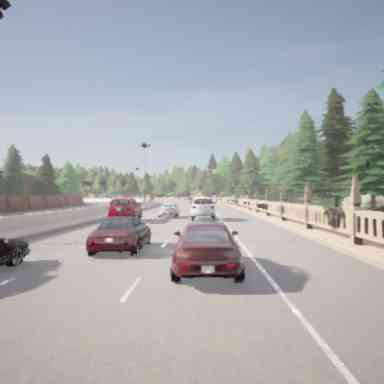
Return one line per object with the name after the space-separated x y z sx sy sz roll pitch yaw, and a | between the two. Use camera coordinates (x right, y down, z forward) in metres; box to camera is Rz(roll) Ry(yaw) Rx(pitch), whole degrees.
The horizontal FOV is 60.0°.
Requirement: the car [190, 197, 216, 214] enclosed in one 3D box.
1.031 1.495 31.088 2.150 2.045 5.566 -1 0 2 | car

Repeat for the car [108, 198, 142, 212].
-5.995 1.575 30.194 2.150 2.045 5.566 -1 0 2 | car

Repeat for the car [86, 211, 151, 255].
-2.952 1.731 14.099 1.994 1.385 4.181 -1 0 2 | car

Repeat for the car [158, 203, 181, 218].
-2.350 1.876 35.041 1.812 1.442 4.674 -1 0 2 | car

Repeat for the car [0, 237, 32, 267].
-6.596 1.716 9.156 2.033 1.411 5.357 -1 -1 2 | car

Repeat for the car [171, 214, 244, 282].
0.430 1.611 9.891 1.812 1.442 4.674 -1 0 2 | car
